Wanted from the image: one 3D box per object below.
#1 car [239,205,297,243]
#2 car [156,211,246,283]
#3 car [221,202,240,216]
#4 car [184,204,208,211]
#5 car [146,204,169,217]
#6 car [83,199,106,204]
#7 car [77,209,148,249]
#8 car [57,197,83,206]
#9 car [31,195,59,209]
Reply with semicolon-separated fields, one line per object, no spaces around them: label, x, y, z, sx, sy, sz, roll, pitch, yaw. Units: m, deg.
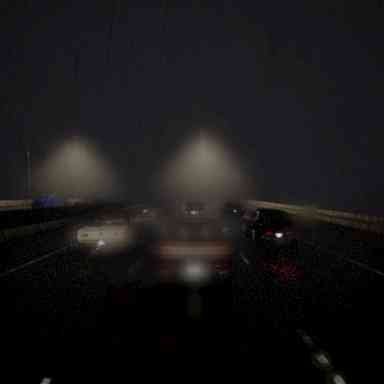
car;3.687;1.561;16.377;1.837;1.490;4.892;0;0;1
car;0.094;1.523;9.726;2.128;1.511;4.902;0;0;1
car;3.923;1.682;31.933;1.994;1.385;4.181;0;0;1
car;0.304;1.644;26.628;2.033;1.411;5.357;0;0;1
car;-3.124;1.709;29.871;1.895;1.301;4.718;0;0;1
car;-13.389;1.711;47.370;1.812;1.442;4.674;0;0;2
car;-3.336;1.650;14.682;1.895;1.301;4.718;0;0;1
car;-16.882;1.677;47.584;2.128;1.511;4.902;0;0;2
car;-20.409;1.399;46.799;2.150;2.045;5.566;0;0;2
